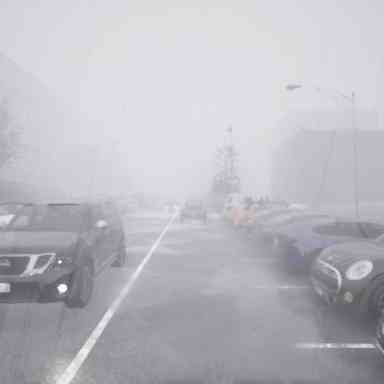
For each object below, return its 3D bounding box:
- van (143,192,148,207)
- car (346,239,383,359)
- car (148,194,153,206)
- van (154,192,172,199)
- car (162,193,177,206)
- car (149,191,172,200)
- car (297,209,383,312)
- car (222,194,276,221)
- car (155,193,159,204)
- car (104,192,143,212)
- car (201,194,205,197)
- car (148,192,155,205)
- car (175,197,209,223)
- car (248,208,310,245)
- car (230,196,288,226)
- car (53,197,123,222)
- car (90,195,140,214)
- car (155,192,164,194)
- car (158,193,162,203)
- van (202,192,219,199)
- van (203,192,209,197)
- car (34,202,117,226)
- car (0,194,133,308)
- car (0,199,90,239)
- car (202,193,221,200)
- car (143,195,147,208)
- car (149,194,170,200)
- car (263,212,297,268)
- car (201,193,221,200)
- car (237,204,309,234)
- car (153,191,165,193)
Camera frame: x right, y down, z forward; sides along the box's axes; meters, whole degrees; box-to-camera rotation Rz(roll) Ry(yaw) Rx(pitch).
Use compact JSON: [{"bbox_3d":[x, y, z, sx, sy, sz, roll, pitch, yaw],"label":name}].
[{"bbox_3d":[-7.760,1.090,38.948,4.442,1.987,1.878,0,0,0],"label":"van"},{"bbox_3d":[4.687,1.466,3.631,4.892,1.521,2.231,0,0,0],"label":"car"},{"bbox_3d":[-7.640,1.344,41.743,4.674,1.452,2.002,0,0,0],"label":"car"},{"bbox_3d":[-7.751,0.947,89.208,4.442,1.987,1.878,0,-1,0],"label":"van"},{"bbox_3d":[-3.066,1.314,50.308,1.812,1.442,4.674,0,0,0],"label":"car"},{"bbox_3d":[-7.607,0.889,80.852,5.566,2.045,2.435,0,0,0],"label":"car"},{"bbox_3d":[4.713,1.327,6.443,4.553,1.767,2.185,0,0,0],"label":"car"},{"bbox_3d":[4.712,1.140,21.134,5.566,2.045,2.435,0,0,0],"label":"car"},{"bbox_3d":[-7.636,1.281,47.205,5.008,1.535,2.097,0,0,0],"label":"car"},{"bbox_3d":[-7.672,1.099,30.566,5.566,2.045,2.435,0,0,0],"label":"car"},{"bbox_3d":[0.106,1.319,41.251,2.128,1.511,4.902,0,0,0],"label":"car"},{"bbox_3d":[-7.672,1.166,44.534,4.553,1.767,2.185,0,0,0],"label":"car"},{"bbox_3d":[0.105,1.385,24.792,2.128,1.511,4.902,0,0,0],"label":"car"},{"bbox_3d":[4.679,1.468,12.321,4.674,1.452,2.002,0,0,0],"label":"car"},{"bbox_3d":[4.652,1.277,18.321,4.553,1.767,2.185,0,0,0],"label":"car"},{"bbox_3d":[-7.677,1.248,24.981,4.553,1.767,2.185,0,0,0],"label":"car"},{"bbox_3d":[-7.613,1.213,33.361,4.553,1.767,2.185,0,0,0],"label":"car"},{"bbox_3d":[-7.634,1.247,55.711,4.892,1.521,2.231,0,0,0],"label":"car"},{"bbox_3d":[-7.647,1.258,52.917,4.892,1.521,2.231,0,0,0],"label":"car"},{"bbox_3d":[4.812,0.920,86.680,4.442,1.987,1.878,0,-1,0],"label":"van"},{"bbox_3d":[4.808,0.997,61.574,4.442,1.987,1.878,0,0,0],"label":"van"},{"bbox_3d":[-7.616,1.415,22.185,4.792,1.488,2.163,0,0,0],"label":"car"},{"bbox_3d":[-3.098,1.186,8.161,2.150,2.045,5.566,0,0,0],"label":"car"},{"bbox_3d":[-7.678,1.284,16.474,4.553,1.767,2.185,0,0,0],"label":"car"},{"bbox_3d":[4.663,1.015,81.114,4.553,1.767,2.185,0,0,0],"label":"car"},{"bbox_3d":[-7.672,1.357,36.153,4.792,1.488,2.163,0,0,0],"label":"car"},{"bbox_3d":[-7.607,1.182,78.059,4.792,1.488,2.163,0,0,0],"label":"car"},{"bbox_3d":[4.711,1.470,9.382,4.792,1.488,2.163,0,0,0],"label":"car"},{"bbox_3d":[4.700,1.134,83.904,5.008,1.535,2.097,0,0,0],"label":"car"},{"bbox_3d":[4.680,1.455,15.384,4.674,1.452,2.002,0,0,0],"label":"car"},{"bbox_3d":[-7.607,1.108,58.502,4.553,1.767,2.185,0,0,0],"label":"car"}]
